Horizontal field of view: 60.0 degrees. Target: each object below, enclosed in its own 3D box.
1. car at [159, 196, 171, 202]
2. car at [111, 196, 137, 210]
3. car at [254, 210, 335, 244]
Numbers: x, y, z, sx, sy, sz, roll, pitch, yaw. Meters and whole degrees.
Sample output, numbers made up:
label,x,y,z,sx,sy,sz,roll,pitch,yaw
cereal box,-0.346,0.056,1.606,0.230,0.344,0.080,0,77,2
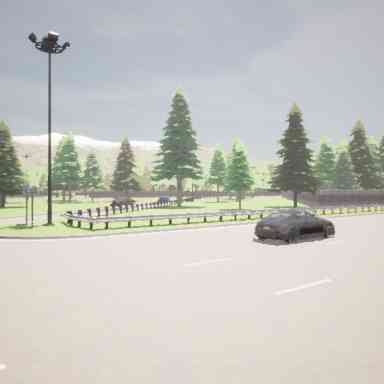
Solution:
label,x,y,z,sx,sy,sz,roll,pitch,yaw
car,-5.649,1.477,69.721,1.882,1.535,5.008,0,0,6
car,-8.772,1.352,43.415,2.097,1.767,4.553,0,0,11
car,4.923,1.564,15.838,4.181,1.385,1.994,0,0,-35
